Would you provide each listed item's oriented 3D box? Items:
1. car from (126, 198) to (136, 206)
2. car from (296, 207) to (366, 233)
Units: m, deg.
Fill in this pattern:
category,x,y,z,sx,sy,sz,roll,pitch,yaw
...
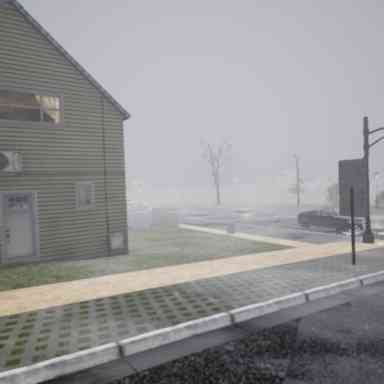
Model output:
category,x,y,z,sx,sy,sz,roll,pitch,yaw
car,-11.903,2.084,59.885,2.150,2.045,5.566,-3,1,-30
car,9.402,1.829,22.741,2.128,1.511,4.902,-3,1,-30
